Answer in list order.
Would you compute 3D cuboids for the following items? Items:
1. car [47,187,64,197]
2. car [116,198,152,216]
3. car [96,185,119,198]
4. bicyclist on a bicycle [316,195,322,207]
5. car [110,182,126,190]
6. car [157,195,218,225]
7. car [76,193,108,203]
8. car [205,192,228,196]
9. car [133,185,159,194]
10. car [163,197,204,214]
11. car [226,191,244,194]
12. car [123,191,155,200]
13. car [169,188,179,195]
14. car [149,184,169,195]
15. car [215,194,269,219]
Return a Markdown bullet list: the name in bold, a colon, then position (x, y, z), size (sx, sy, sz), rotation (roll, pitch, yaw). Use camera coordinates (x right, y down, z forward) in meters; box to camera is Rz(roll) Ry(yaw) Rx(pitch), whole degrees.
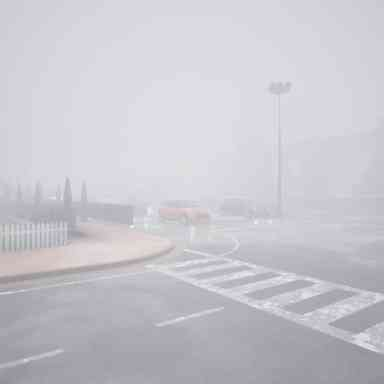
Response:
- **car**: position (-20.554, -0.077, 50.579), size (1.994, 1.385, 4.181), rotation (0, 7, -36)
- **car**: position (-6.031, 1.566, 31.220), size (1.895, 1.301, 4.718), rotation (0, 1, -37)
- **car**: position (-14.010, 0.066, 53.500), size (1.812, 1.442, 4.674), rotation (0, 6, -36)
- **bicyclist on a bicycle**: position (18.084, 1.291, 47.388), size (1.656, 1.620, 0.582), rotation (0, 0, -37)
- **car**: position (-14.795, -1.300, 66.277), size (1.882, 1.535, 5.008), rotation (0, 7, -37)
- **car**: position (-0.598, 1.351, 24.066), size (2.097, 1.767, 4.553), rotation (0, 0, -37)
- **car**: position (-12.088, 1.202, 39.221), size (1.895, 1.301, 4.718), rotation (0, 3, -37)
- **car**: position (2.564, 1.126, 49.184), size (1.882, 1.535, 5.008), rotation (0, 2, -37)
- **car**: position (-8.532, 0.058, 57.943), size (2.033, 1.411, 5.357), rotation (0, 6, -37)
- **car**: position (-1.059, 1.424, 36.256), size (1.882, 1.535, 5.008), rotation (0, 1, -37)
- **car**: position (5.725, 0.896, 50.802), size (2.150, 2.045, 5.566), rotation (0, 2, -37)
- **car**: position (-7.472, 1.047, 44.731), size (2.033, 1.411, 5.357), rotation (0, 4, -37)
- **car**: position (-4.531, -0.202, 64.313), size (1.895, 1.301, 4.718), rotation (0, 7, -36)
- **car**: position (-7.140, -0.543, 61.962), size (2.150, 2.045, 5.566), rotation (0, 7, -36)
- **car**: position (4.511, 1.346, 28.917), size (2.097, 1.767, 4.553), rotation (0, 0, -37)
